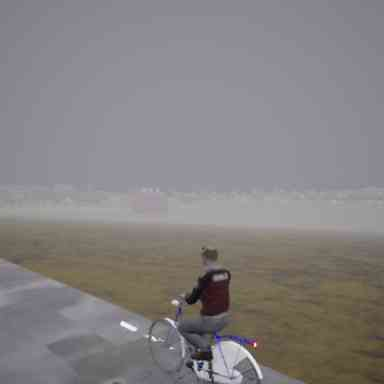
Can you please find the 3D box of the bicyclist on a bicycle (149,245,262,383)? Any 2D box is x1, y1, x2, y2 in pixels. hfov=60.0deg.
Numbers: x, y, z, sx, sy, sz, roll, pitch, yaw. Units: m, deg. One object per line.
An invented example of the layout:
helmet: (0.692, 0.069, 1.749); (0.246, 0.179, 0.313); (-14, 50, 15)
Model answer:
bicyclist on a bicycle: (0.048, 1.519, 4.035); (1.843, 1.776, 0.659); (-1, -3, 45)
